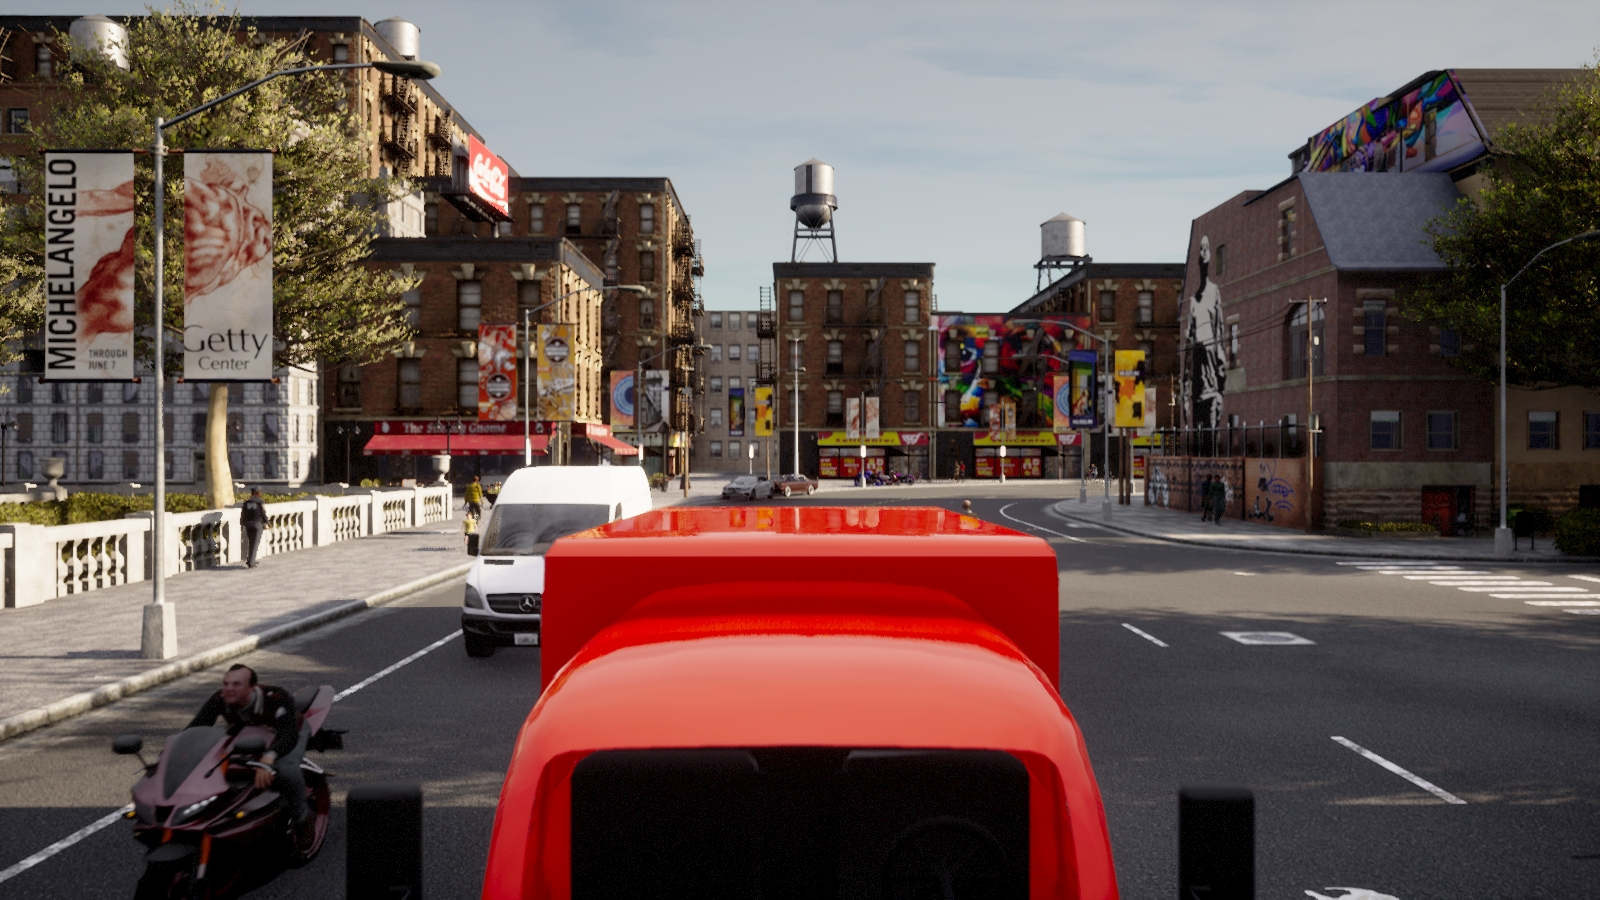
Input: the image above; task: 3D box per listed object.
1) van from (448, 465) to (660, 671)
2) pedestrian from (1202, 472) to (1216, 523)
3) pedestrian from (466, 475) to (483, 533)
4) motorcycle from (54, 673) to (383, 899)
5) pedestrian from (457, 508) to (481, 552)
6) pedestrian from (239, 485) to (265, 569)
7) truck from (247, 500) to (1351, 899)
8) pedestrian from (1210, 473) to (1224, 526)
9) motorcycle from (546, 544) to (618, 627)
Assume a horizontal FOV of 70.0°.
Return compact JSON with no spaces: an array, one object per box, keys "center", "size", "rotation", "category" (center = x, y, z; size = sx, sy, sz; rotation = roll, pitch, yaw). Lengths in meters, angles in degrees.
[{"center":[-3.494,1.548,17.522],"size":[1.988,2.561,5.915],"rotation":[0,0,0],"category":"van"},{"center":[15.029,1.725,42.012],"size":[0.375,1.860,0.375],"rotation":[0,0,-1],"category":"pedestrian"},{"center":[-10.415,1.722,36.595],"size":[0.375,1.860,0.375],"rotation":[0,0,16],"category":"pedestrian"},{"center":[-3.418,2.211,7.025],"size":[0.867,1.251,2.209],"rotation":[0,0,1],"category":"motorcycle"},{"center":[-8.698,2.097,30.053],"size":[0.500,1.100,0.500],"rotation":[0,0,-3],"category":"pedestrian"},{"center":[-12.247,1.714,25.546],"size":[0.375,1.860,0.375],"rotation":[0,0,5],"category":"pedestrian"},{"center":[-0.002,1.574,5.319],"size":[2.627,2.467,5.204],"rotation":[0,0,0],"category":"truck"},{"center":[14.611,1.724,40.034],"size":[0.375,1.860,0.375],"rotation":[0,0,-1],"category":"pedestrian"},{"center":[-3.599,2.227,19.033],"size":[0.803,1.145,2.033],"rotation":[0,0,0],"category":"motorcycle"}]
